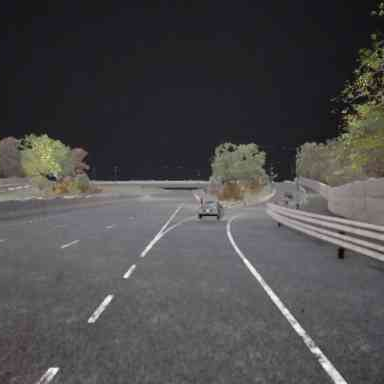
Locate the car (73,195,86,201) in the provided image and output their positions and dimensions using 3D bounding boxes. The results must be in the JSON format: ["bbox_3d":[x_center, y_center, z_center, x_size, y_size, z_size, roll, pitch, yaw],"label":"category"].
[{"bbox_3d":[-28.015,1.546,82.968,1.994,1.385,4.181,0,0,0],"label":"car"}]

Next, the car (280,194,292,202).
[{"bbox_3d":[22.973,1.824,82.004,1.994,1.385,4.181,0,3,20],"label":"car"}]

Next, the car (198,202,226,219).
[{"bbox_3d":[1.809,1.584,29.221,2.033,1.411,5.357,0,0,12],"label":"car"}]

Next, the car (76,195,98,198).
[{"bbox_3d":[-21.012,1.579,66.690,1.895,1.301,4.718,0,0,0],"label":"car"}]

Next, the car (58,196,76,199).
[{"bbox_3d":[-24.512,1.508,66.719,1.812,1.442,4.674,0,0,0],"label":"car"}]

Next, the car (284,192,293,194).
[{"bbox_3d":[26.309,0.910,91.068,2.150,2.045,5.566,0,4,19],"label":"car"}]

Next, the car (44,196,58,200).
[{"bbox_3d":[-28.012,1.509,66.718,2.128,1.511,4.902,0,0,0],"label":"car"}]

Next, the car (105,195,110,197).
[{"bbox_3d":[-21.015,1.546,82.969,1.994,1.385,4.181,0,0,0],"label":"car"}]
